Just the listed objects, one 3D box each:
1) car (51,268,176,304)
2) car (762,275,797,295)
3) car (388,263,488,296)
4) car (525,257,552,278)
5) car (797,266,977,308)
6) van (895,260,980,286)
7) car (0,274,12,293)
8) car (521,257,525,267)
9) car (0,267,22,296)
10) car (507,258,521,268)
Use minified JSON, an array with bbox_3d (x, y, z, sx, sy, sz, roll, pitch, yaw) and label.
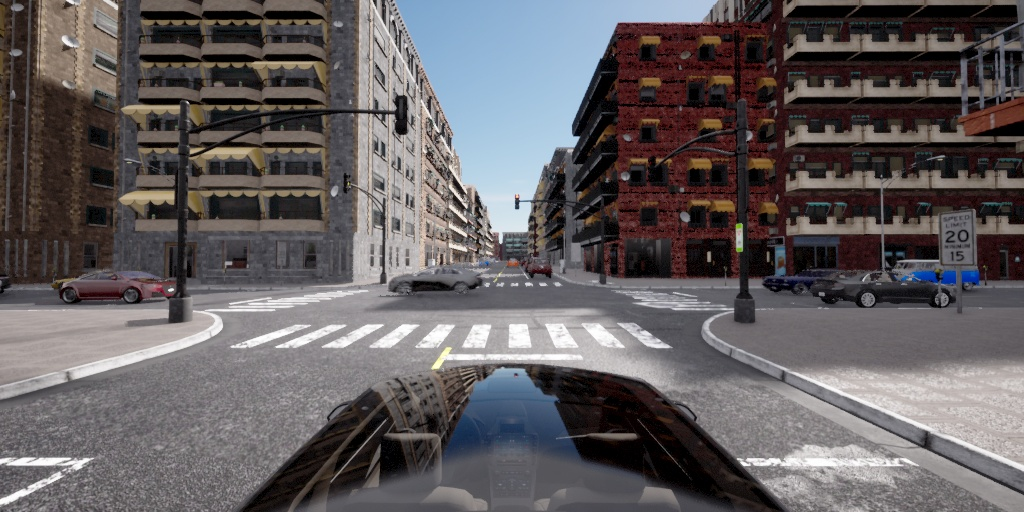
[{"bbox_3d":[-17.188,1.340,15.984,4.181,1.385,1.994,0,-1,0],"label":"car"},{"bbox_3d":[15.955,1.343,18.808,4.718,1.301,1.895,0,-1,0],"label":"car"},{"bbox_3d":[-3.947,1.290,18.885,4.902,1.511,2.128,0,-1,0],"label":"car"},{"bbox_3d":[2.610,1.077,33.695,2.192,1.841,5.009,0,0,0],"label":"car"},{"bbox_3d":[13.761,1.185,13.387,4.403,1.370,2.007,0,0,0],"label":"car"},{"bbox_3d":[24.929,1.115,21.224,3.998,1.789,1.690,0,0,0],"label":"van"},{"bbox_3d":[-26.677,1.027,16.026,5.566,2.045,2.150,0,-1,0],"label":"car"},{"bbox_3d":[2.625,1.086,44.819,2.192,1.841,5.009,0,0,0],"label":"car"},{"bbox_3d":[-29.844,1.369,18.982,4.902,1.511,2.128,0,-1,0],"label":"car"},{"bbox_3d":[0.180,1.176,63.438,2.097,1.767,4.553,0,0,0],"label":"car"}]
